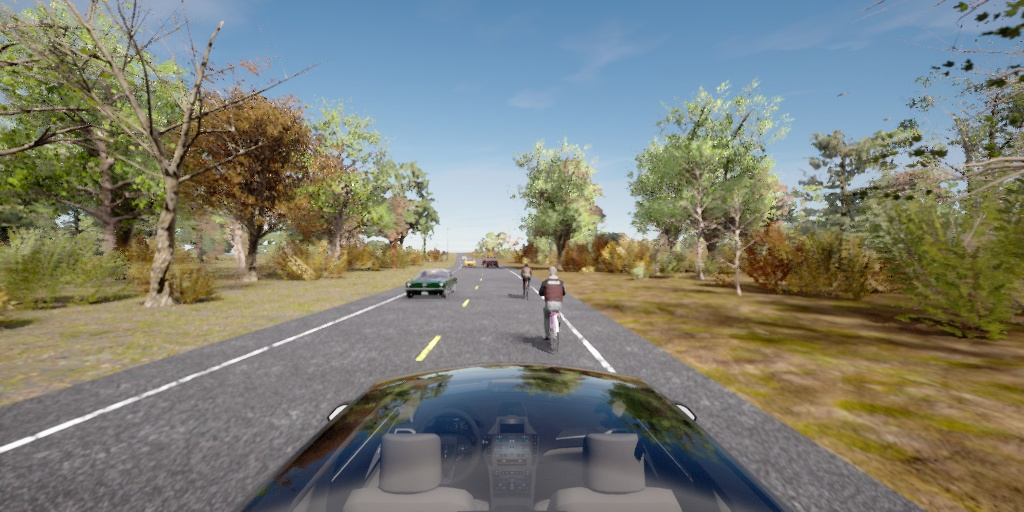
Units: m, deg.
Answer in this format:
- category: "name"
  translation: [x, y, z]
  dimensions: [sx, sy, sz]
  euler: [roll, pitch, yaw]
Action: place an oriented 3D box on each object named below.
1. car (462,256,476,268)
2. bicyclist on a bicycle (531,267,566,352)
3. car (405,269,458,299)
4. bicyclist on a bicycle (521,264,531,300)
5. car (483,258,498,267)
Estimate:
- category: "car"
  translation: [-6.877, 1.135, 59.106]
  dimensions: [1.882, 1.535, 5.008]
  euler: [0, 0, -6]
- category: "bicyclist on a bicycle"
  translation: [0.888, 1.117, 8.025]
  dimensions: [0.659, 1.776, 1.843]
  euler: [0, 0, -1]
- category: "car"
  translation: [-3.916, 1.341, 18.003]
  dimensions: [1.895, 1.301, 4.718]
  euler: [0, 0, -2]
- category: "bicyclist on a bicycle"
  translation: [0.687, 1.193, 16.862]
  dimensions: [0.582, 1.620, 1.656]
  euler: [0, 0, -2]
- category: "car"
  translation: [-3.456, 1.128, 61.408]
  dimensions: [1.882, 1.535, 5.008]
  euler: [0, -1, -7]
